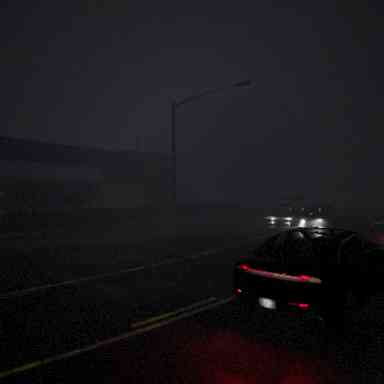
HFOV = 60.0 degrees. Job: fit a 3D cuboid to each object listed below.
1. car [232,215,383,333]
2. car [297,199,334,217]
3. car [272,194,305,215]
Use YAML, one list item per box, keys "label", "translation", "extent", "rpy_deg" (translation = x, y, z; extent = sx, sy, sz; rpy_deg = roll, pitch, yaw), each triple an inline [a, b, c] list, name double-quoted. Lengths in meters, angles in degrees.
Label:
- label: "car"
  translation: [2.780, 1.489, 6.939]
  extent: [2.128, 1.511, 4.902]
  rpy_deg: [-1, 0, 42]
- label: "car"
  translation: [11.626, 1.579, 30.663]
  extent: [1.895, 1.301, 4.718]
  rpy_deg: [-1, 0, 36]
- label: "car"
  translation: [10.218, 1.216, 34.702]
  extent: [2.150, 2.045, 5.566]
  rpy_deg: [-1, 0, 35]
